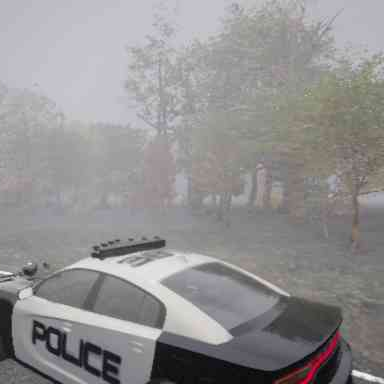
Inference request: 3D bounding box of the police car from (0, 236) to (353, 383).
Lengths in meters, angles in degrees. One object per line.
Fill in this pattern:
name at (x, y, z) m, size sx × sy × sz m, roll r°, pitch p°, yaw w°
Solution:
police car at (-0.883, 1.414, 4.193) m, size 5.238 × 1.638 × 1.930 m, roll 0°, pitch 0°, yaw 35°
